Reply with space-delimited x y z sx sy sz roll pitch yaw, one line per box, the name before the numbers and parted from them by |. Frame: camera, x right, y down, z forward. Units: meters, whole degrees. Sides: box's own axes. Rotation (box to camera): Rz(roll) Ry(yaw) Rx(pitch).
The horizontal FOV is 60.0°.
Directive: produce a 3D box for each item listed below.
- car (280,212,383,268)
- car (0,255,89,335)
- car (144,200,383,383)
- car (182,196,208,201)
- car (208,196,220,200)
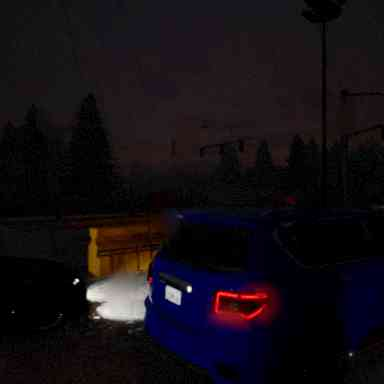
car | 5.277 1.511 11.751 4.181 1.385 1.994 0 0 -35
car | -3.864 1.565 5.286 4.181 1.385 1.994 0 0 -35
car | 1.985 1.199 5.134 5.566 2.045 2.150 0 0 -35
car | -0.170 1.439 46.229 1.994 1.385 4.181 0 0 -35
car | 2.808 1.336 48.078 1.882 1.535 5.008 0 0 -35
